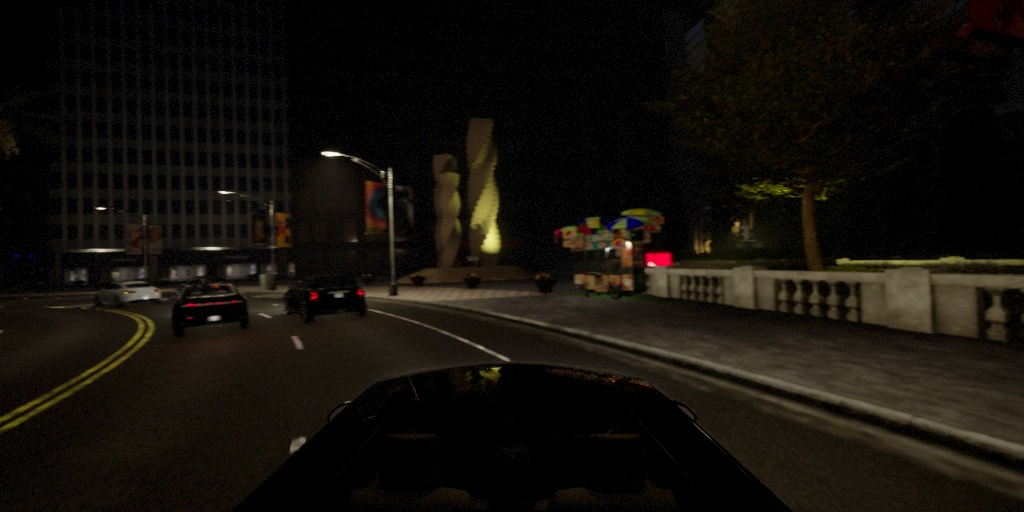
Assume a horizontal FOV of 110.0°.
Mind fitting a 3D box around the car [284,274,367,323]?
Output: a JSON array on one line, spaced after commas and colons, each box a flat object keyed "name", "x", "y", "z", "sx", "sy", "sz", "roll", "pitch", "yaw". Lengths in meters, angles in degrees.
[{"name": "car", "x": -7.639, "y": 1.510, "z": 14.484, "sx": 2.097, "sy": 1.767, "sz": 4.553, "roll": -1, "pitch": -1, "yaw": -42}]

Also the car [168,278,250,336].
[{"name": "car", "x": -10.510, "y": 1.715, "z": 12.480, "sx": 2.128, "sy": 1.511, "sz": 4.902, "roll": -1, "pitch": -1, "yaw": -42}]

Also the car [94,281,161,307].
[{"name": "car", "x": -23.584, "y": 2.287, "z": 22.035, "sx": 4.674, "sy": 1.442, "sz": 1.812, "roll": -2, "pitch": -1, "yaw": 25}]

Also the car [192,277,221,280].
[{"name": "car", "x": -21.100, "y": 2.225, "z": 24.721, "sx": 4.892, "sy": 1.490, "sz": 1.837, "roll": -2, "pitch": -1, "yaw": 26}]
